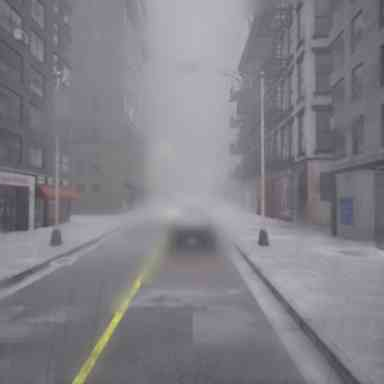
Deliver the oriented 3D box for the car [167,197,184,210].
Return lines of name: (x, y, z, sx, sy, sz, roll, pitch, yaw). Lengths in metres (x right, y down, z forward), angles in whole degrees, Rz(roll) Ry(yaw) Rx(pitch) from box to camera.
car: (-2.731, 1.922, 50.550, 2.128, 1.511, 4.902, 0, -1, 0)

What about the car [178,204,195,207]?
car: (0.040, 1.868, 28.258, 1.895, 1.301, 4.718, 0, 0, 1)

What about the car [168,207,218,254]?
car: (0.039, 1.622, 14.251, 1.882, 1.535, 5.008, 0, 0, 0)
